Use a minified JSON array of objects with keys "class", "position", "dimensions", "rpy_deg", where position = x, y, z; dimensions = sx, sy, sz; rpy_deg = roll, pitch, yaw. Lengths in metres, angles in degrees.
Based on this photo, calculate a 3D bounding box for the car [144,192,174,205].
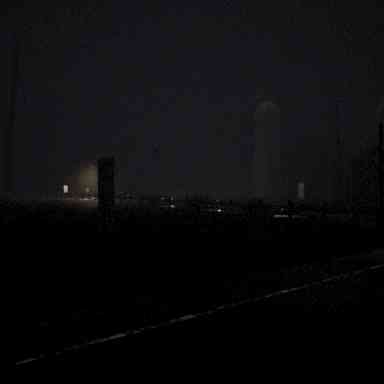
[{"class":"car","position":[-4.566,0.965,48.607],"dimensions":[2.097,1.767,4.553],"rpy_deg":[-1,1,-36]}]

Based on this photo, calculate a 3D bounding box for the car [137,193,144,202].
[{"class":"car","position":[-7.842,0.849,58.060],"dimensions":[2.097,1.767,4.553],"rpy_deg":[-1,1,-35]}]

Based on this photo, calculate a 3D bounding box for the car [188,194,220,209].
[{"class":"car","position":[1.319,1.061,40.432],"dimensions":[2.097,1.767,4.553],"rpy_deg":[-1,1,-36]}]

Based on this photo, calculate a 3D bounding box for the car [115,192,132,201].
[{"class":"car","position":[-13.623,0.752,66.004],"dimensions":[2.097,1.767,4.553],"rpy_deg":[-1,1,-36]}]

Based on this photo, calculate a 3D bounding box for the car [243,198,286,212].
[{"class":"car","position":[6.979,1.326,32.591],"dimensions":[1.812,1.442,4.674],"rpy_deg":[-1,1,-35]}]
